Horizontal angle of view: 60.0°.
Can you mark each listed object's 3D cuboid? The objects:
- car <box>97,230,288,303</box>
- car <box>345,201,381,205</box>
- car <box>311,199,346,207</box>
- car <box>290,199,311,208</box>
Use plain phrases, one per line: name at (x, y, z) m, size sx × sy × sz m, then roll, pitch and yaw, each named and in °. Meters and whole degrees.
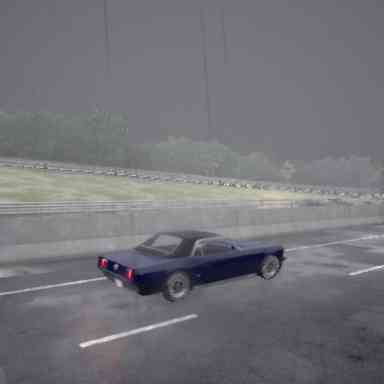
car at (0.254, 1.610, 8.262) m, size 4.718 × 1.301 × 1.895 m, roll 0°, pitch 0°, yaw -37°
car at (18.125, 1.667, 34.008) m, size 4.718 × 1.301 × 1.895 m, roll 0°, pitch 0°, yaw -35°
car at (15.745, 1.557, 36.609) m, size 4.902 × 1.511 × 2.128 m, roll 0°, pitch 0°, yaw -35°
car at (13.720, 1.557, 39.463) m, size 4.902 × 1.511 × 2.128 m, roll 0°, pitch 0°, yaw -35°
